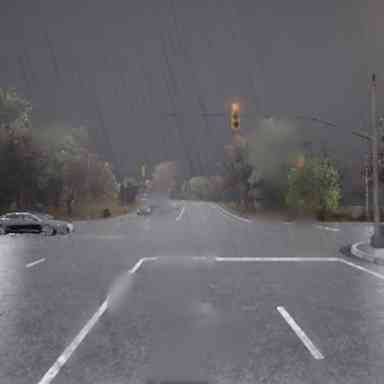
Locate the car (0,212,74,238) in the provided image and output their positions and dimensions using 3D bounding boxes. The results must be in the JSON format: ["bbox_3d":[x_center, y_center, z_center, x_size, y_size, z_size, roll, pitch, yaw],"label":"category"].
[{"bbox_3d":[-9.671,1.952,20.199,4.902,1.511,2.128,0,-2,7],"label":"car"}]

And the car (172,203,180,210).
[{"bbox_3d":[-3.575,2.984,67.040,1.812,1.442,4.674,0,1,0],"label":"car"}]

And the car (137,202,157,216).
[{"bbox_3d":[-7.136,2.792,51.073,2.097,1.767,4.553,0,-1,0],"label":"car"}]

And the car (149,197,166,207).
[{"bbox_3d":[-7.073,2.678,67.124,2.150,2.045,5.566,0,1,0],"label":"car"}]

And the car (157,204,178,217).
[{"bbox_3d":[-3.640,2.986,50.880,2.033,1.411,5.357,0,-1,0],"label":"car"}]
